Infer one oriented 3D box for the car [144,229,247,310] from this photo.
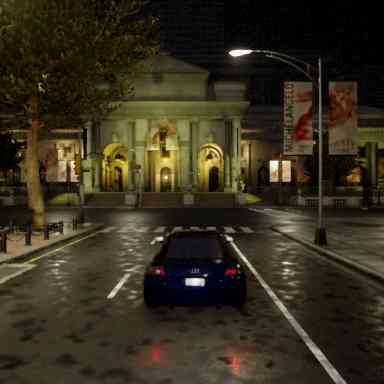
[{"bbox_3d":[0.070,1.564,7.909,1.994,1.385,4.181,0,0,0],"label":"car"}]
